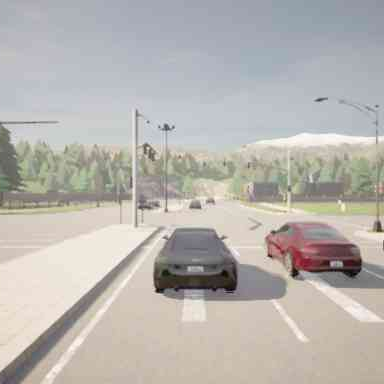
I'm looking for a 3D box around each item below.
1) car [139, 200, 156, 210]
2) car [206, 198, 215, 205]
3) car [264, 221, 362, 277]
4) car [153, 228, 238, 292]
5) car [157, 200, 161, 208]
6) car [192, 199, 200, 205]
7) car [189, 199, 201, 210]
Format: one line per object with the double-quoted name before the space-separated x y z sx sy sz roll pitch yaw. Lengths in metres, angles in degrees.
"car" -7.520 2.192 55.147 2.033 1.411 5.357 0 -1 1
"car" 4.442 2.128 80.407 2.097 1.767 4.553 0 -1 1
"car" 3.586 1.650 10.517 1.812 1.442 4.674 0 -1 0
"car" 0.079 1.674 9.267 1.994 1.385 4.181 0 -1 0
"car" -7.305 2.328 65.300 1.994 1.385 4.181 0 -1 1
"car" 0.943 2.369 80.514 1.895 1.301 4.718 0 -1 1
"car" 0.566 2.207 55.059 1.994 1.385 4.181 0 -1 1
